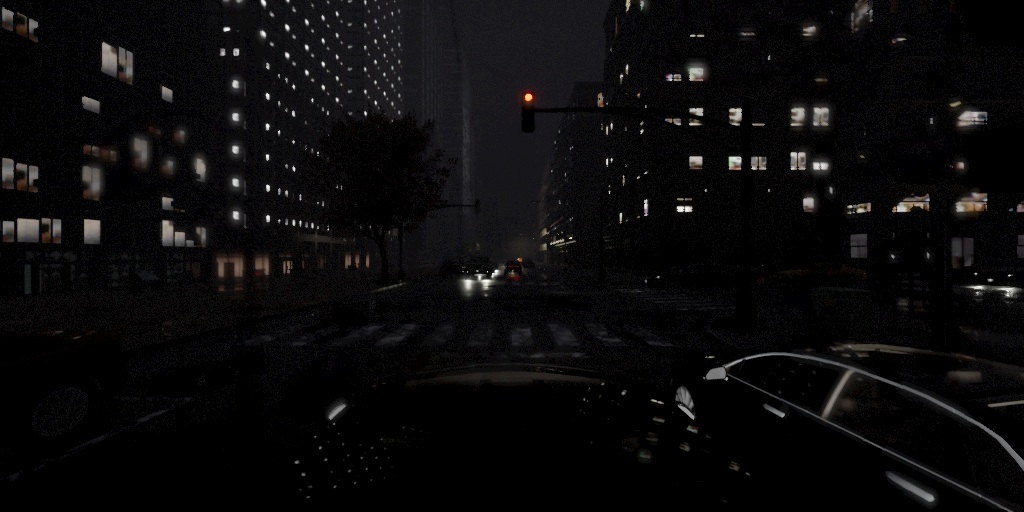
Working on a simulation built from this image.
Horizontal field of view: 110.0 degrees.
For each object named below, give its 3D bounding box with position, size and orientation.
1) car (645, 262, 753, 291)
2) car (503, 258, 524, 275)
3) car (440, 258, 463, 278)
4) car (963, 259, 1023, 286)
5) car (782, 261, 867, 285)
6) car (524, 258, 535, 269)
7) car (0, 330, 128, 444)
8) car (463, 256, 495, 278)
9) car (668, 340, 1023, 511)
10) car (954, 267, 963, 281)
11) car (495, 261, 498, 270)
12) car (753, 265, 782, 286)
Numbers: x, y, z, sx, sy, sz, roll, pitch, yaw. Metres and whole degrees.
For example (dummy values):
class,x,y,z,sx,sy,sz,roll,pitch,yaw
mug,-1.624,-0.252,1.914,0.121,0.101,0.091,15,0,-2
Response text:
class,x,y,z,sx,sy,sz,roll,pitch,yaw
car,9.857,1.089,19.643,4.902,1.511,2.128,-1,0,4
car,0.110,1.273,40.349,1.837,1.490,4.892,0,0,0
car,-5.674,1.079,34.963,2.192,1.841,5.009,0,0,0
car,28.675,0.882,19.534,5.357,1.411,2.033,-1,0,-1
car,18.842,0.993,22.033,4.829,1.417,1.751,0,0,-1
car,2.719,1.350,57.049,1.948,1.339,4.313,0,0,0
car,-5.691,1.295,2.575,1.888,1.381,4.507,0,0,0
car,-3.083,0.986,34.588,2.150,2.045,5.566,0,0,0
car,2.689,1.300,2.571,2.007,1.370,4.403,0,0,0
car,30.147,0.859,22.141,4.507,1.381,1.888,0,0,-1
car,-3.078,1.298,44.469,1.812,1.442,4.674,0,0,0
car,13.445,1.095,21.981,4.403,1.370,2.007,0,0,-1
